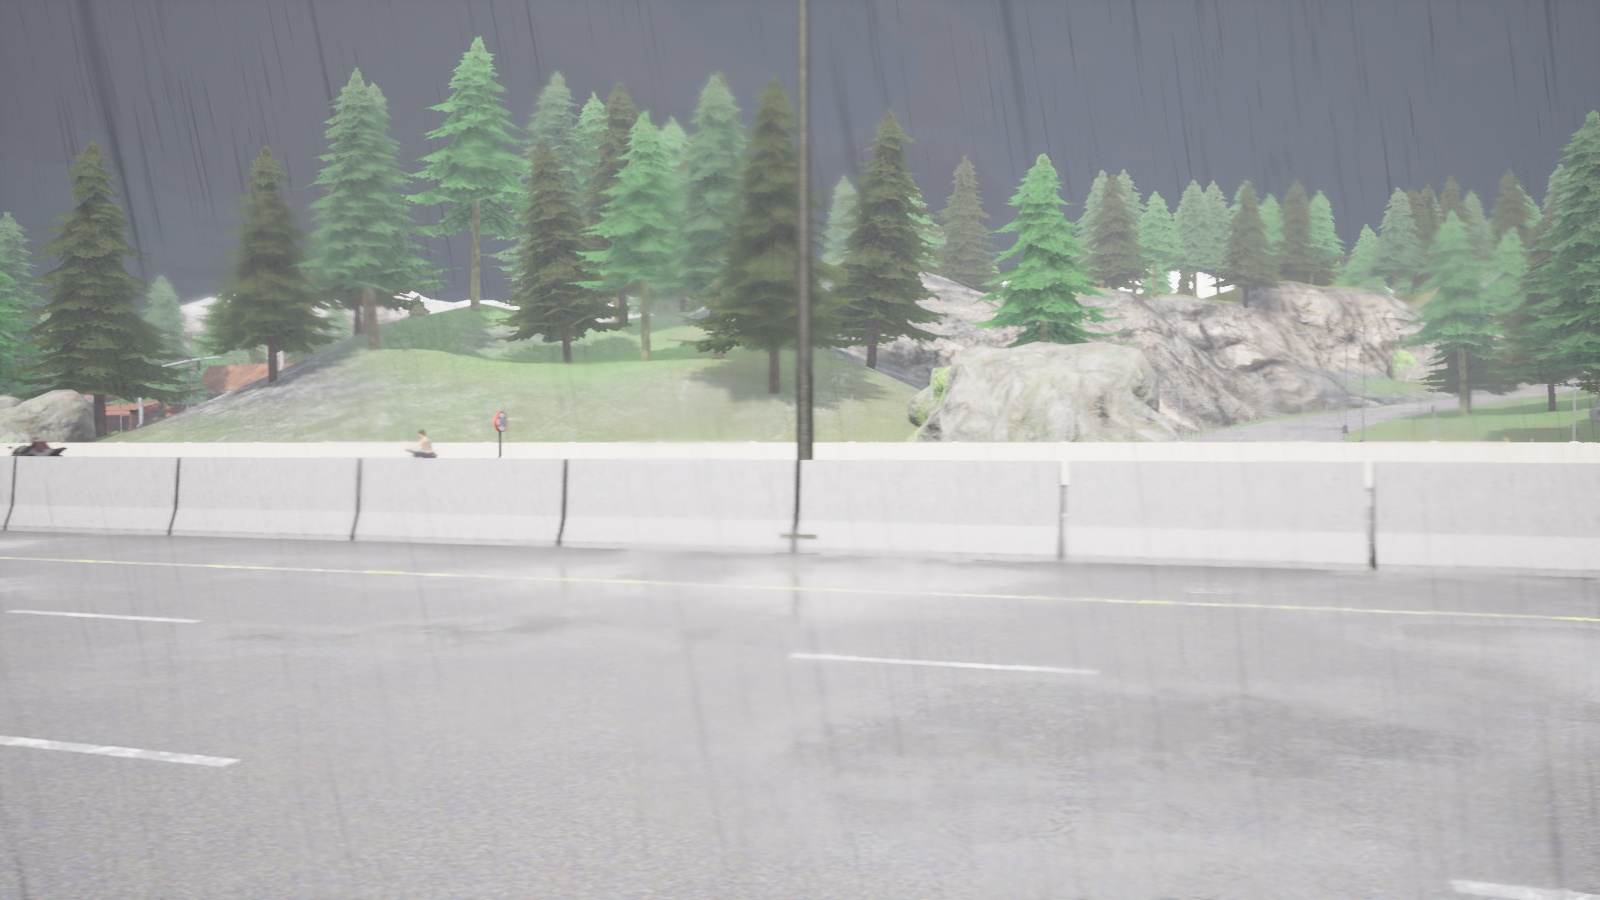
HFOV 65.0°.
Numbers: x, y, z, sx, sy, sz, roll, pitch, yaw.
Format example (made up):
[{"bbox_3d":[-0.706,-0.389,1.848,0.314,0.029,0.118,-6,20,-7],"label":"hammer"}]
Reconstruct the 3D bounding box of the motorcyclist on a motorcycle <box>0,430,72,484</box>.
[{"bbox_3d":[-22.429,0.191,36.587,2.191,1.530,0.866,0,1,19],"label":"motorcyclist on a motorcycle"}]
